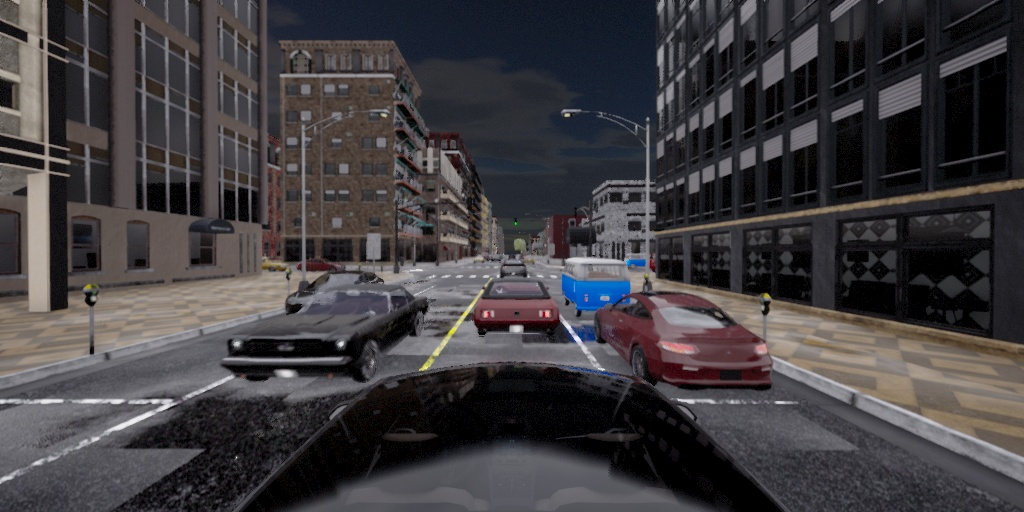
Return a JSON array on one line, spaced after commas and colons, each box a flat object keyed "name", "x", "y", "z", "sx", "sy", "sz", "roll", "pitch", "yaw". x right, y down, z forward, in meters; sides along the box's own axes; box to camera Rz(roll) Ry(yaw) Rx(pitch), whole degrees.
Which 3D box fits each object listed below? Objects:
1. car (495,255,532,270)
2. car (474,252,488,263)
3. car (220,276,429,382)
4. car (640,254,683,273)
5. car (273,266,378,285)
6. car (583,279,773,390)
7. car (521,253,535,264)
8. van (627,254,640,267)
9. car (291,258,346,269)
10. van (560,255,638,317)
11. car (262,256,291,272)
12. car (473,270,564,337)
[{"name": "car", "x": 0.104, "y": 0.921, "z": 26.181, "sx": 2.128, "sy": 1.511, "sz": 4.902, "roll": 0, "pitch": 1, "yaw": 0}, {"name": "car", "x": -5.683, "y": 0.512, "z": 62.282, "sx": 1.751, "sy": 1.417, "sz": 4.829, "roll": 0, "pitch": 0, "yaw": 0}, {"name": "car", "x": -3.097, "y": 1.279, "z": 7.121, "sx": 1.895, "sy": 1.301, "sz": 4.718, "roll": 0, "pitch": 1, "yaw": 0}, {"name": "car", "x": 14.924, "y": 0.692, "z": 33.013, "sx": 5.009, "sy": 1.841, "sz": 2.192, "roll": 0, "pitch": 0, "yaw": 0}, {"name": "car", "x": -5.689, "y": 1.178, "z": 12.158, "sx": 1.948, "sy": 1.339, "sz": 4.313, "roll": 0, "pitch": 0, "yaw": 0}, {"name": "car", "x": 2.658, "y": 1.269, "z": 6.442, "sx": 1.802, "sy": 1.307, "sz": 4.207, "roll": 0, "pitch": 0, "yaw": 0}, {"name": "car", "x": 2.697, "y": 0.578, "z": 57.083, "sx": 1.751, "sy": 1.417, "sz": 4.829, "roll": 0, "pitch": 0, "yaw": 0}, {"name": "van", "x": 14.902, "y": 0.648, "z": 41.392, "sx": 3.998, "sy": 1.789, "sz": 1.690, "roll": 0, "pitch": 0, "yaw": 0}, {"name": "car", "x": -17.463, "y": 0.869, "z": 32.938, "sx": 4.207, "sy": 1.307, "sz": 1.802, "roll": 0, "pitch": 0, "yaw": 0}, {"name": "van", "x": 2.659, "y": 0.954, "z": 12.131, "sx": 1.690, "sy": 1.789, "sz": 3.998, "roll": 0, "pitch": 0, "yaw": 0}, {"name": "car", "x": -22.956, "y": 0.802, "z": 32.925, "sx": 4.829, "sy": 1.417, "sz": 1.751, "roll": 0, "pitch": 0, "yaw": 0}, {"name": "car", "x": 0.102, "y": 1.243, "z": 9.893, "sx": 1.895, "sy": 1.301, "sz": 4.718, "roll": 0, "pitch": 1, "yaw": 0}]
